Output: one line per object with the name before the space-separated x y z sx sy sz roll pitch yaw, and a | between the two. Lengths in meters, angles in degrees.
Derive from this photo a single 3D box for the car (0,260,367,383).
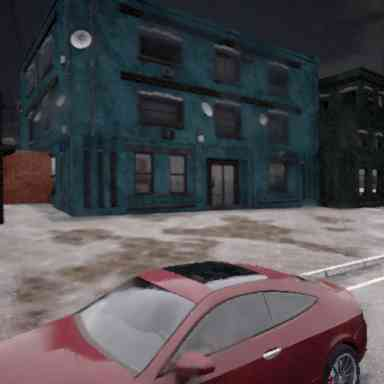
car | -0.046 1.524 3.345 4.674 1.442 1.812 0 0 -35
